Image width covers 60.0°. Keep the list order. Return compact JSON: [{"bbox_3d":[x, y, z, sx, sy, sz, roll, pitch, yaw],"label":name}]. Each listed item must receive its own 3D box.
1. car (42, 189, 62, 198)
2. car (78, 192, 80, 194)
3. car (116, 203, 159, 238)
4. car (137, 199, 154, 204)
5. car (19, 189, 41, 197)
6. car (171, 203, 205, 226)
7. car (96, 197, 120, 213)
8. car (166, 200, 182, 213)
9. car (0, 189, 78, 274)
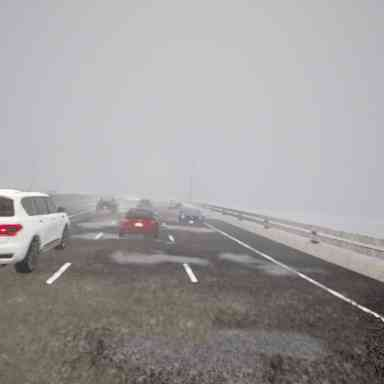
[{"bbox_3d":[-25.741,0.307,61.278,1.837,1.490,4.892,4,0,-6],"label":"car"},{"bbox_3d":[-22.607,0.728,64.764,1.994,1.385,4.181,4,-1,-6],"label":"car"},{"bbox_3d":[-2.799,1.534,17.891,1.994,1.385,4.181,4,-1,-8],"label":"car"},{"bbox_3d":[-5.604,1.516,39.802,1.812,1.442,4.674,4,-1,-7],"label":"car"},{"bbox_3d":[-29.117,0.186,59.930,1.895,1.301,4.718,4,-1,-6],"label":"car"},{"bbox_3d":[-0.304,1.811,25.411,1.895,1.301,4.718,4,-1,-7],"label":"car"},{"bbox_3d":[-8.269,1.232,32.913,2.128,1.511,4.902,4,-1,-7],"label":"car"},{"bbox_3d":[-1.994,1.717,38.698,2.128,1.511,4.902,4,-1,-6],"label":"car"},{"bbox_3d":[-5.190,0.953,9.734,2.150,2.045,5.566,4,-1,-8],"label":"car"}]
